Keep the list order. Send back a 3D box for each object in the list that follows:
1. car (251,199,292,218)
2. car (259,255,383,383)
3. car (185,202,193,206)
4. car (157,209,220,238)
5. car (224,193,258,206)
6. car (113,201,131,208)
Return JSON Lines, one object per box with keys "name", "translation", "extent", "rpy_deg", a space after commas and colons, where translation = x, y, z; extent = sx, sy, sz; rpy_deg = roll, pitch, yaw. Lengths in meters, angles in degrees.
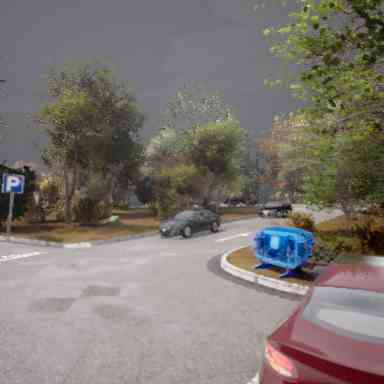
{"name": "car", "translation": [7.911, 1.612, 31.337], "extent": [2.128, 1.511, 4.902], "rpy_deg": [-3, -1, 36]}
{"name": "car", "translation": [2.375, 1.521, 4.091], "extent": [2.002, 1.452, 4.674], "rpy_deg": [0, 0, 35]}
{"name": "car", "translation": [-2.220, 1.764, 61.088], "extent": [4.553, 1.767, 2.097], "rpy_deg": [-2, -1, 27]}
{"name": "car", "translation": [-0.100, 1.836, 20.284], "extent": [1.837, 1.490, 4.892], "rpy_deg": [-3, -1, 37]}
{"name": "car", "translation": [7.987, 1.291, 54.258], "extent": [5.566, 2.045, 2.150], "rpy_deg": [-2, -1, 35]}
{"name": "car", "translation": [-13.363, 2.276, 59.404], "extent": [4.718, 1.301, 1.895], "rpy_deg": [-1, -2, -23]}
